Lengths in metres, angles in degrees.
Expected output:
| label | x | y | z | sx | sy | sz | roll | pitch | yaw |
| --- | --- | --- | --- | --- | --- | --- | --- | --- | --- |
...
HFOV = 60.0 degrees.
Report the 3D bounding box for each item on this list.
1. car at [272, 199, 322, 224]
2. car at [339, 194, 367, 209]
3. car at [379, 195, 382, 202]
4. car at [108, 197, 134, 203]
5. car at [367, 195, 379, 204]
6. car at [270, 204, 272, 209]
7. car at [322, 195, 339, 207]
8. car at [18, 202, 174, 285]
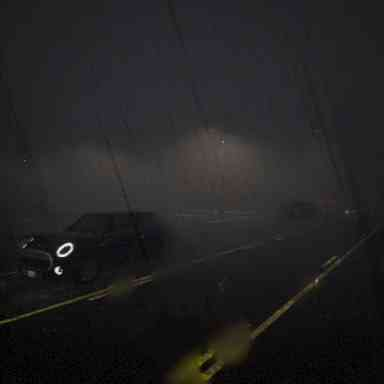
| label | x | y | z | sx | sy | sz | roll | pitch | yaw |
| --- | --- | --- | --- | --- | --- | --- | --- | --- | --- |
| car | 8.121 | 1.470 | 25.359 | 1.882 | 1.535 | 5.008 | 0 | 0 | 34 |
| car | 22.336 | 1.478 | 46.088 | 2.128 | 1.511 | 4.902 | 0 | 0 | 35 |
| car | 38.316 | 1.322 | 69.336 | 1.837 | 1.490 | 4.892 | 0 | 1 | 34 |
| car | -11.545 | 1.482 | 53.787 | 4.902 | 1.511 | 2.128 | 0 | 0 | 34 |
| car | 32.237 | 1.546 | 60.461 | 1.895 | 1.301 | 4.718 | 0 | 0 | 35 |
| car | 11.329 | 1.553 | 39.260 | 4.181 | 1.385 | 1.994 | 0 | 1 | -16 |
| car | 21.265 | 1.336 | 50.716 | 2.097 | 1.767 | 4.553 | 0 | 0 | 35 |
| car | -2.554 | 1.350 | 9.752 | 2.097 | 1.767 | 4.553 | 0 | 0 | 34 |
